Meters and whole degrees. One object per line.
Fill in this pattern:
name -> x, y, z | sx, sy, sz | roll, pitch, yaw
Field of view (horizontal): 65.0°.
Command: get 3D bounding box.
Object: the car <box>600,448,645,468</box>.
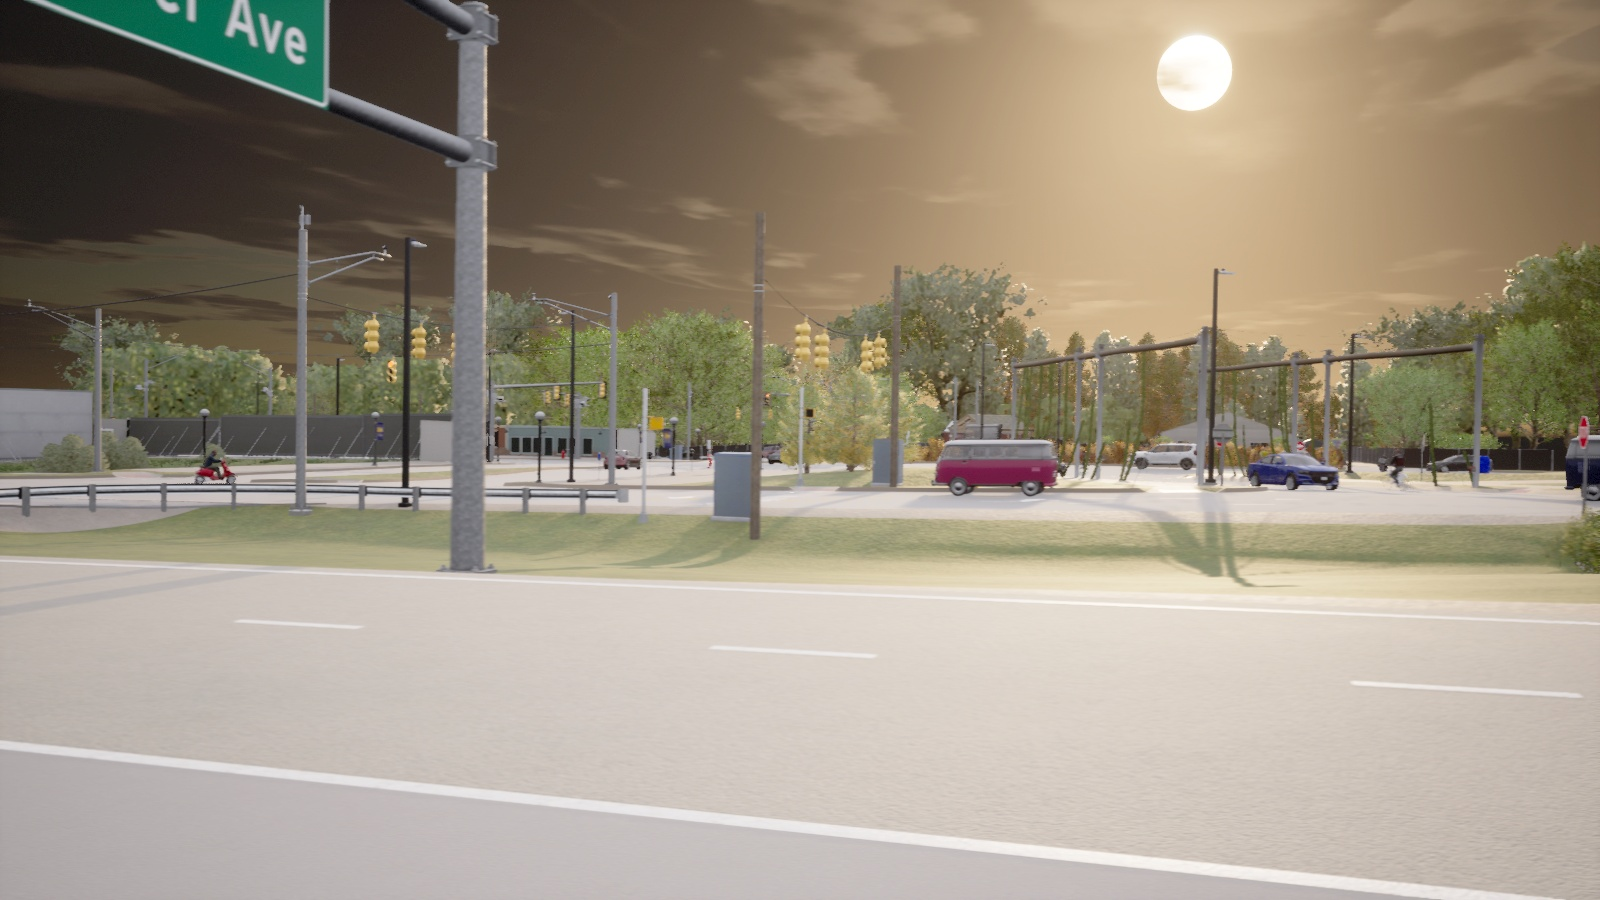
car -> -13.231, 0.591, 93.809 | 1.970, 1.475, 3.806 | 1, 0, 14

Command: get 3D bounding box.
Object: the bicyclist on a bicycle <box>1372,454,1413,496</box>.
bicyclist on a bicycle -> 25.291, 1.045, 53.634 | 0.659, 1.776, 1.843 | 1, 0, -6

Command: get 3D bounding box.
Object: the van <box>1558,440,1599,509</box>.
van -> 24.840, 0.710, 36.513 | 1.775, 1.987, 4.442 | -1, 1, -38

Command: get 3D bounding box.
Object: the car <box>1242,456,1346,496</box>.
car -> 20.242, 1.021, 51.711 | 1.882, 1.535, 5.008 | 1, -1, -6

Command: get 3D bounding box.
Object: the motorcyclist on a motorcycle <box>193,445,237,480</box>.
motorcyclist on a motorcycle -> -26.963, 0.587, 57.913 | 1.817, 1.590, 0.866 | 0, -1, -23

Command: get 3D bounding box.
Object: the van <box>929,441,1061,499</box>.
van -> 6.988, 0.676, 44.997 | 4.442, 1.987, 1.775 | 0, 1, 18
